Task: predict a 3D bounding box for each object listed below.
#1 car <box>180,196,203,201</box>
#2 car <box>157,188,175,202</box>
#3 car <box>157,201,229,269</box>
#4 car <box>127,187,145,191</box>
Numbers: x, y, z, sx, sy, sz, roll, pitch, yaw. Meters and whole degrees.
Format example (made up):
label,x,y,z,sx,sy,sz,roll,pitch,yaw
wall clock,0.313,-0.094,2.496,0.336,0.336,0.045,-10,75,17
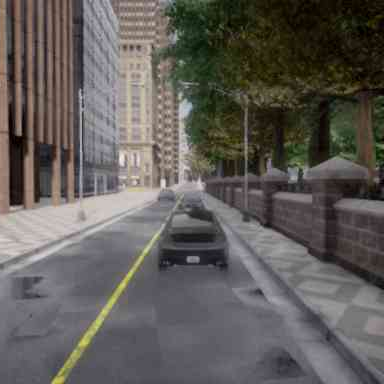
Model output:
label,x,y,z,sx,sy,sz,roll,pitch,yaw
car,-0.040,0.978,26.510,1.895,1.301,4.718,0,1,0
car,-3.288,0.347,43.001,2.097,1.767,4.553,0,2,0
car,0.027,1.261,10.192,1.837,1.490,4.892,0,2,0
car,-15.353,-0.758,91.026,4.829,1.417,1.752,1,1,0
